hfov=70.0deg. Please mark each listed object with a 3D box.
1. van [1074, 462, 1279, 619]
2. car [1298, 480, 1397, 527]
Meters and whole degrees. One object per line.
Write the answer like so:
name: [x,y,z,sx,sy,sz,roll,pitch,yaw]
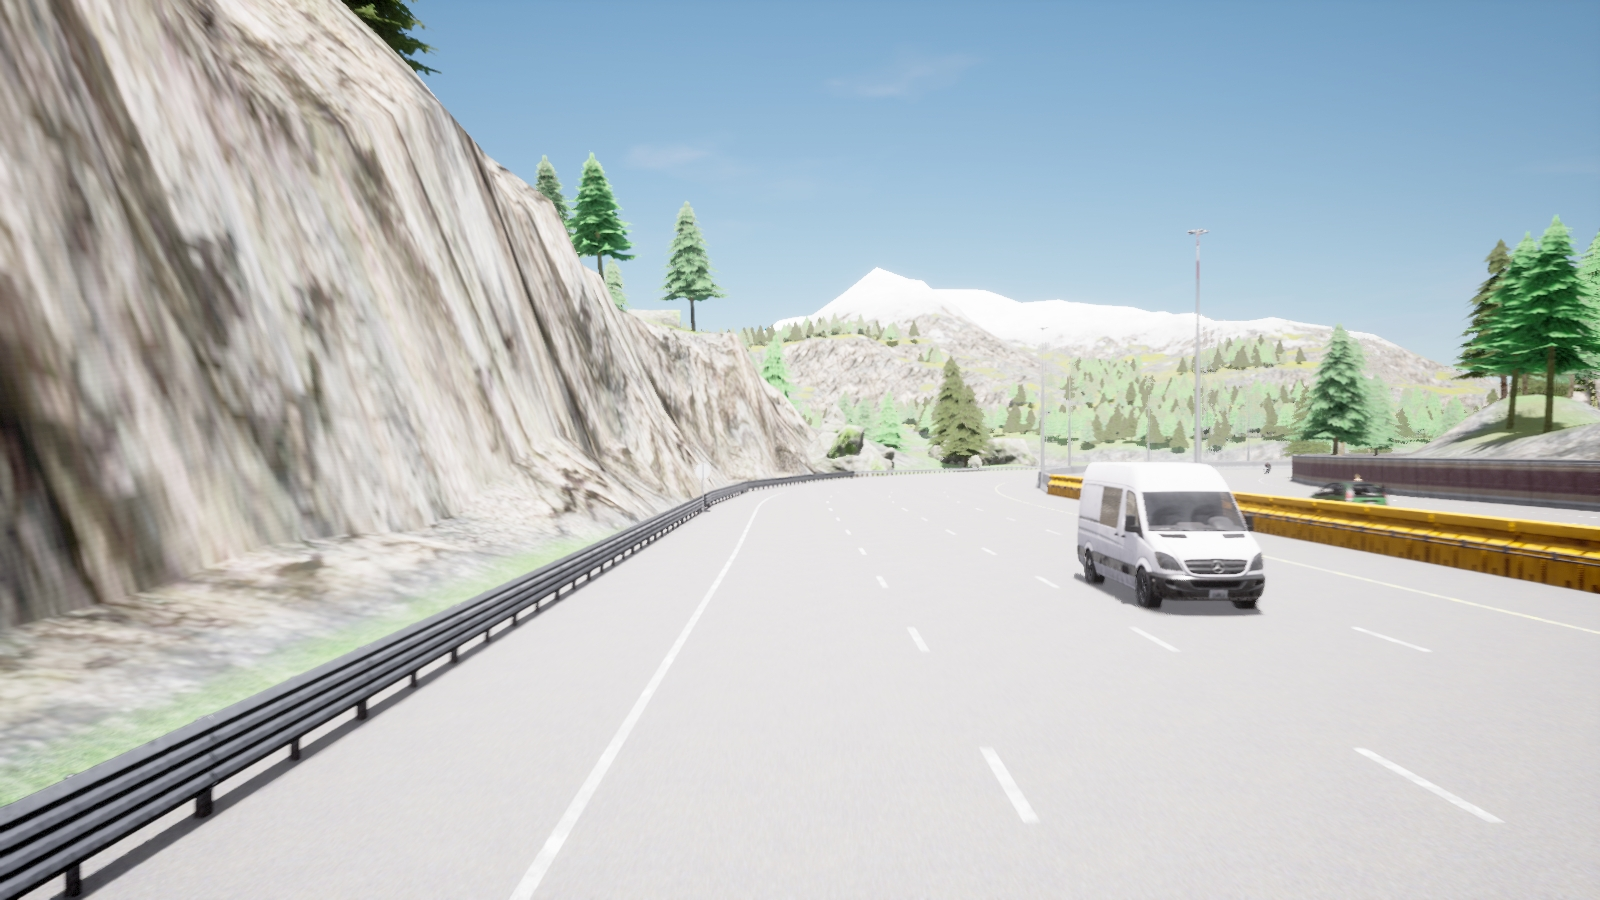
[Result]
van: [6.996,1.535,22.015,1.988,2.561,5.915,0,0,0]
car: [20.828,1.999,43.669,1.851,1.617,3.988,0,0,-1]
